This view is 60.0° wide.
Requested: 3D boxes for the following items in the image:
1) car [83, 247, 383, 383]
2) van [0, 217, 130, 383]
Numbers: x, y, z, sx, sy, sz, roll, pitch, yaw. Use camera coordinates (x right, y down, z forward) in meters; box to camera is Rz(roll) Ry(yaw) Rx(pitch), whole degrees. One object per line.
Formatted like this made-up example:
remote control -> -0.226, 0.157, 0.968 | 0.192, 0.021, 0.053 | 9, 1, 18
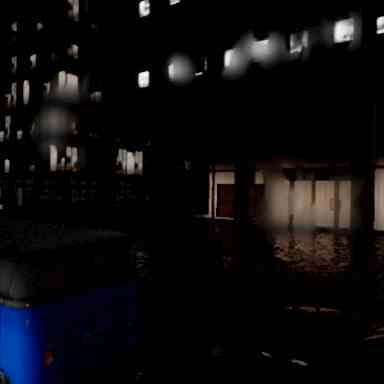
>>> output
car -> 2.049, 1.322, 1.400 | 5.009, 1.841, 2.192 | 0, 1, 36
van -> -2.577, 1.309, 4.702 | 3.998, 1.788, 1.690 | 0, 1, 36
